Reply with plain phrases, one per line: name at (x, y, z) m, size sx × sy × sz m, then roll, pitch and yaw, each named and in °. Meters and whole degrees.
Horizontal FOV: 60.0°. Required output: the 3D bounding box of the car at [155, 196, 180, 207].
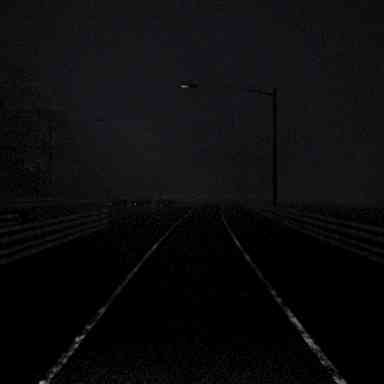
car at (-3.600, 1.444, 46.994) m, size 1.895 × 1.301 × 4.718 m, roll 0°, pitch 0°, yaw 12°

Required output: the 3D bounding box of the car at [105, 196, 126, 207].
car at (-10.658, 1.350, 47.348) m, size 1.837 × 1.490 × 4.892 m, roll 0°, pitch 0°, yaw 12°

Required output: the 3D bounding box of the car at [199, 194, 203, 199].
car at (4.080, 1.545, 92.685) m, size 1.895 × 1.301 × 4.718 m, roll 0°, pitch 0°, yaw 16°

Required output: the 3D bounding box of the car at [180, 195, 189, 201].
car at (-2.058, 1.453, 83.422) m, size 2.128 × 1.511 × 4.902 m, roll 0°, pitch 0°, yaw 15°

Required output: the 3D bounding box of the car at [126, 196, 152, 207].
car at (-7.116, 1.350, 47.162) m, size 1.837 × 1.490 × 4.892 m, roll 0°, pitch 0°, yaw 12°

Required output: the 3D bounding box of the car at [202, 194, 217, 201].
car at (4.496, 1.515, 80.816) m, size 1.895 × 1.301 × 4.718 m, roll 0°, pitch 0°, yaw 15°
